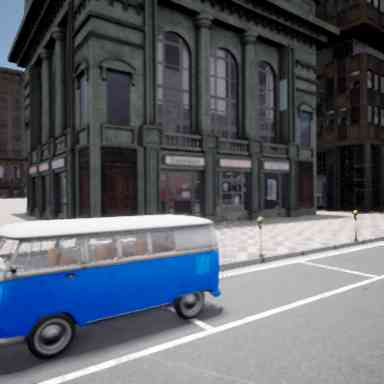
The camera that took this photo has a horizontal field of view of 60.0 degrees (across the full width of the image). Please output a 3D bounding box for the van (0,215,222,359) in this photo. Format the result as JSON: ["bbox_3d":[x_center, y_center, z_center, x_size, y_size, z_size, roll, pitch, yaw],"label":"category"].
[{"bbox_3d":[-1.364,1.331,5.681,3.998,1.788,1.690,0,0,-36],"label":"van"}]
